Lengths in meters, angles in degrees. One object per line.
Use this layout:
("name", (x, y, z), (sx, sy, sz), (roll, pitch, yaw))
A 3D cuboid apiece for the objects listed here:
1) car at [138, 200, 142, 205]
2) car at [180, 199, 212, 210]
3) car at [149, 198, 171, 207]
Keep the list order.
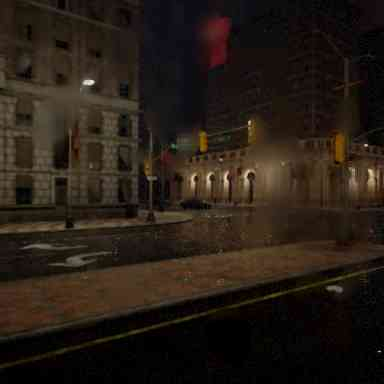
("car", (-10.921, 1.631, 61.044), (1.812, 1.442, 4.674), (0, 0, -35))
("car", (0.467, 1.653, 44.932), (2.033, 1.411, 5.357), (0, 0, -36))
("car", (-5.127, 1.631, 52.769), (1.812, 1.442, 4.674), (0, 0, -35))
